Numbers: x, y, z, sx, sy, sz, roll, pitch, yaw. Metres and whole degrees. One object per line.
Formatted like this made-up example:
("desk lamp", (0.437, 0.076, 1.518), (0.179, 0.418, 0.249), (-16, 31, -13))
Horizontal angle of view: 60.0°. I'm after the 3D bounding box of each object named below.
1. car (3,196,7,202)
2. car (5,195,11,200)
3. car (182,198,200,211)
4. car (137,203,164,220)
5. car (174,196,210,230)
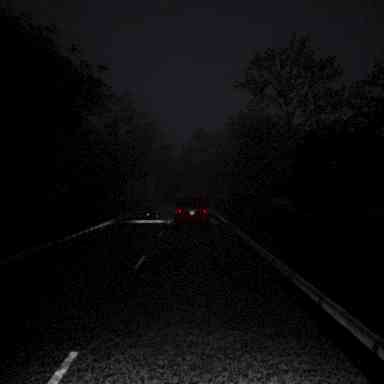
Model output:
("car", (-45.454, 2.045, 75.377), (4.674, 1.452, 2.002), (0, 0, 0))
("car", (-45.514, 1.731, 80.823), (5.566, 2.045, 2.435), (0, 0, 0))
("car", (-0.207, 1.535, 42.378), (2.128, 1.511, 4.902), (0, 0, -2))
("car", (-3.495, 1.605, 28.462), (1.994, 1.385, 4.181), (0, 0, 0))
("car", (-0.006, 1.260, 21.438), (2.150, 2.045, 5.566), (0, 0, 0))
